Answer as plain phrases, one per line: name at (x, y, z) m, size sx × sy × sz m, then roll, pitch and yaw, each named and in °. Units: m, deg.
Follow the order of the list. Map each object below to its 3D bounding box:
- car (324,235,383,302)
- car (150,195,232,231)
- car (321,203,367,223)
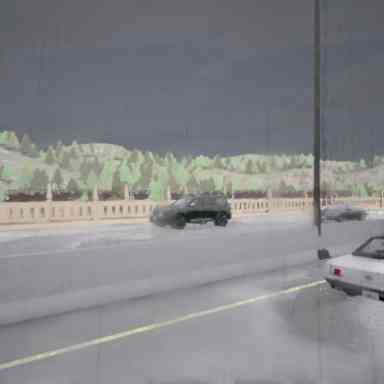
car at (5.072, 1.605, 7.371) m, size 4.718 × 1.301 × 1.895 m, roll 0°, pitch 0°, yaw -36°
car at (0.075, 1.230, 21.238) m, size 5.566 × 2.045 × 2.150 m, roll 0°, pitch 0°, yaw -35°
car at (11.266, 1.552, 24.913) m, size 4.674 × 1.442 × 1.812 m, roll 0°, pitch 0°, yaw -35°
